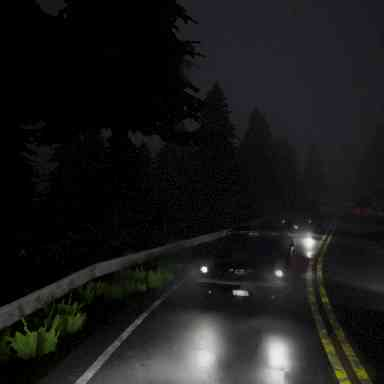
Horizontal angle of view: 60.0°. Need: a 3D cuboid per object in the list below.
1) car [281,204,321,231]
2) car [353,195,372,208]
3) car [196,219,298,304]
[{"bbox_3d":[6.684,1.460,20.054,2.033,1.411,5.357,-2,0,26],"label":"car"},{"bbox_3d":[20.655,1.058,40.225,2.128,1.511,4.902,-2,0,28],"label":"car"},{"bbox_3d":[1.594,1.598,8.416,1.895,1.301,4.718,-1,0,18],"label":"car"}]
